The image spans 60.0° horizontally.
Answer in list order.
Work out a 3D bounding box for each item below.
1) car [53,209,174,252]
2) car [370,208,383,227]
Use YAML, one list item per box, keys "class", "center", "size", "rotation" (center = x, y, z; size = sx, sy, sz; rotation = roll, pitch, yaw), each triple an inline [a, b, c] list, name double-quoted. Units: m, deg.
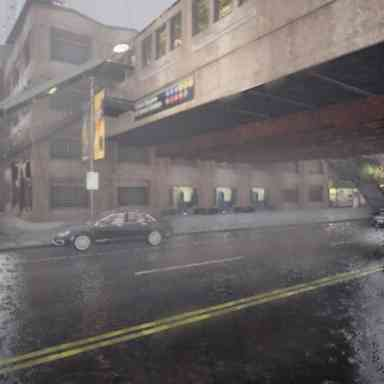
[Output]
- class: "car"
  center: [-3.151, 1.501, 13.912]
  size: [4.892, 1.521, 2.231]
  rotation: [0, 0, -26]
- class: "car"
  center: [13.842, 1.578, 22.312]
  size: [4.902, 1.511, 2.128]
  rotation: [0, 0, -35]
